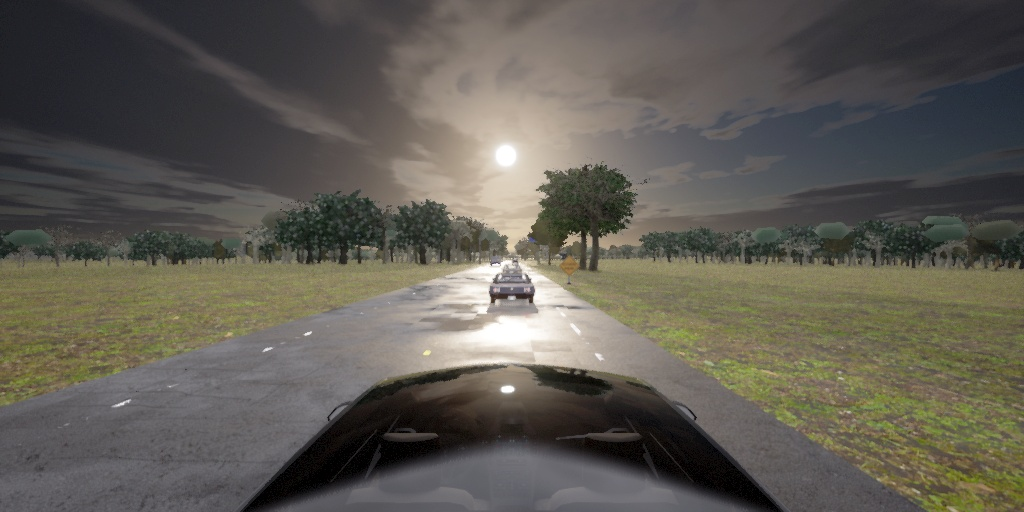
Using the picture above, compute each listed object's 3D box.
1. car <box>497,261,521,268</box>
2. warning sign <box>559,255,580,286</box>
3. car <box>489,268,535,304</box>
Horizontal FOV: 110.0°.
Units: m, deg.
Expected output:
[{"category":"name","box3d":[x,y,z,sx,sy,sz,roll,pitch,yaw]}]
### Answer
[{"category":"car","box3d":[0.000,1.367,31.504,2.033,1.411,5.357,0,0,0]},{"category":"warning sign","box3d":[3.550,0.897,22.331,1.300,1.860,1.060,0,0,0]},{"category":"car","box3d":[0.000,1.387,16.532,1.895,1.301,4.718,0,0,0]}]
